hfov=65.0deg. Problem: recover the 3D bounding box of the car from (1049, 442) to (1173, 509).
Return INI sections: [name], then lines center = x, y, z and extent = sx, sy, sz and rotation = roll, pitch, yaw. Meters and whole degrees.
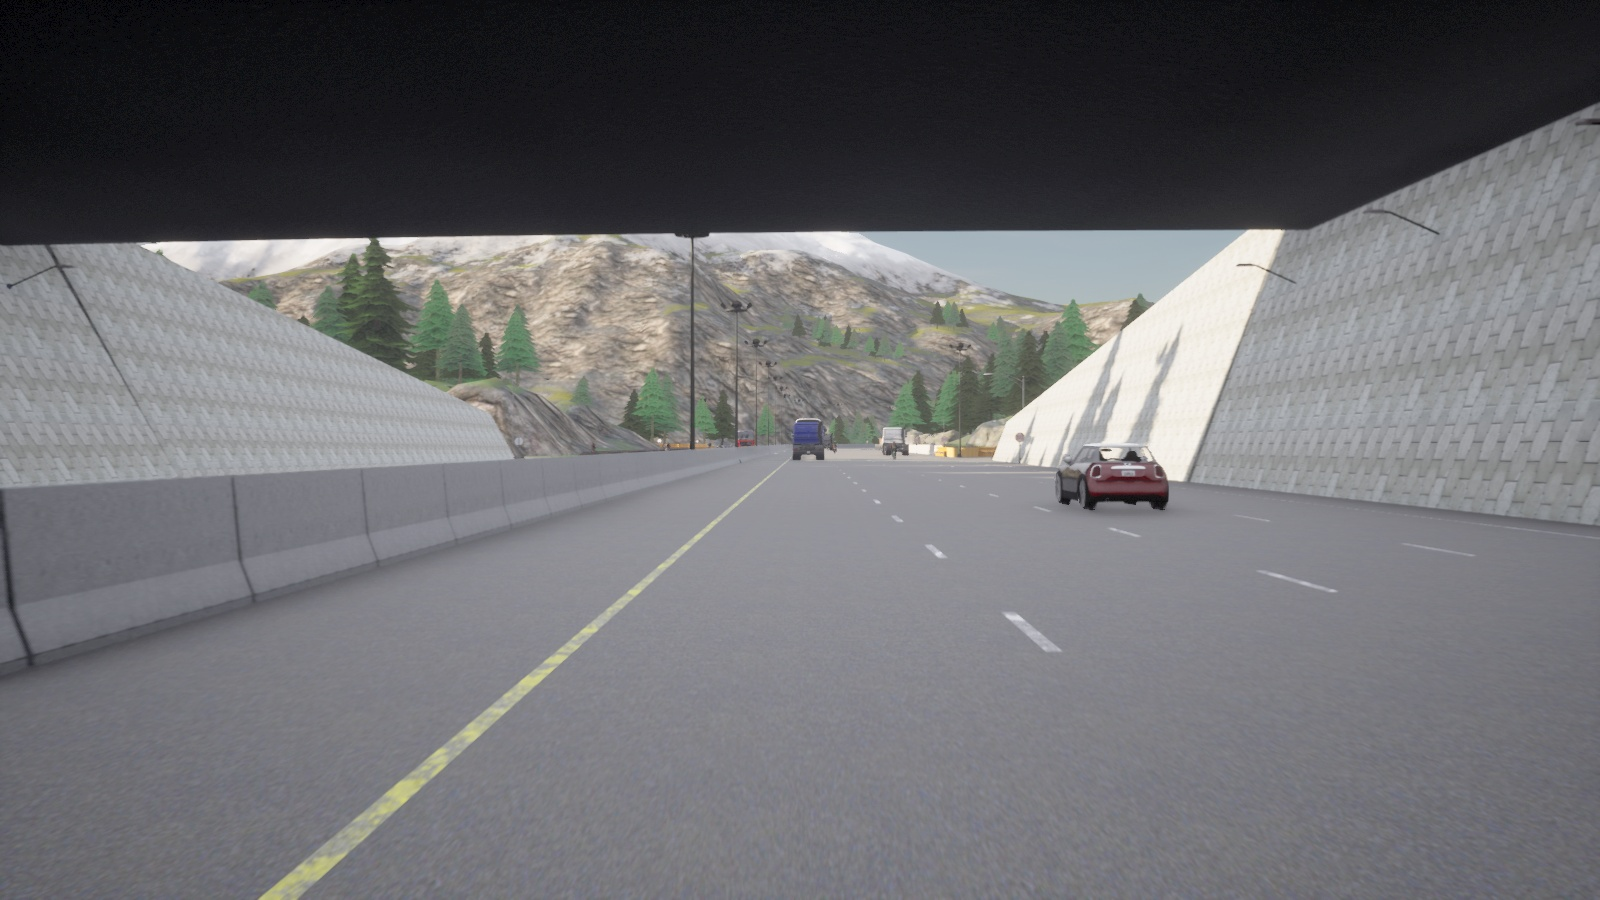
[car]
center = 7.185, 0.552, 29.384
extent = 1.970, 1.475, 3.806
rotation = 0, 0, 0
